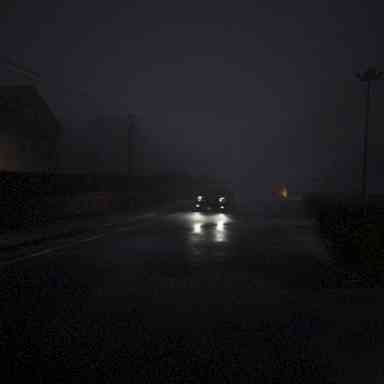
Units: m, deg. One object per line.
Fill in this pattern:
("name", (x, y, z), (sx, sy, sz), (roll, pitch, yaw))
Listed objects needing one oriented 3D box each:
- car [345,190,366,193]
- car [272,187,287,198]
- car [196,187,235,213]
("car", (19.528, 0.430, 41.346), (4.902, 1.511, 2.128), (3, 3, 29))
("car", (12.273, -0.010, 46.698), (1.882, 1.535, 5.008), (2, 2, 16))
("car", (1.802, 0.442, 24.038), (2.097, 1.767, 4.553), (2, 2, 17))
